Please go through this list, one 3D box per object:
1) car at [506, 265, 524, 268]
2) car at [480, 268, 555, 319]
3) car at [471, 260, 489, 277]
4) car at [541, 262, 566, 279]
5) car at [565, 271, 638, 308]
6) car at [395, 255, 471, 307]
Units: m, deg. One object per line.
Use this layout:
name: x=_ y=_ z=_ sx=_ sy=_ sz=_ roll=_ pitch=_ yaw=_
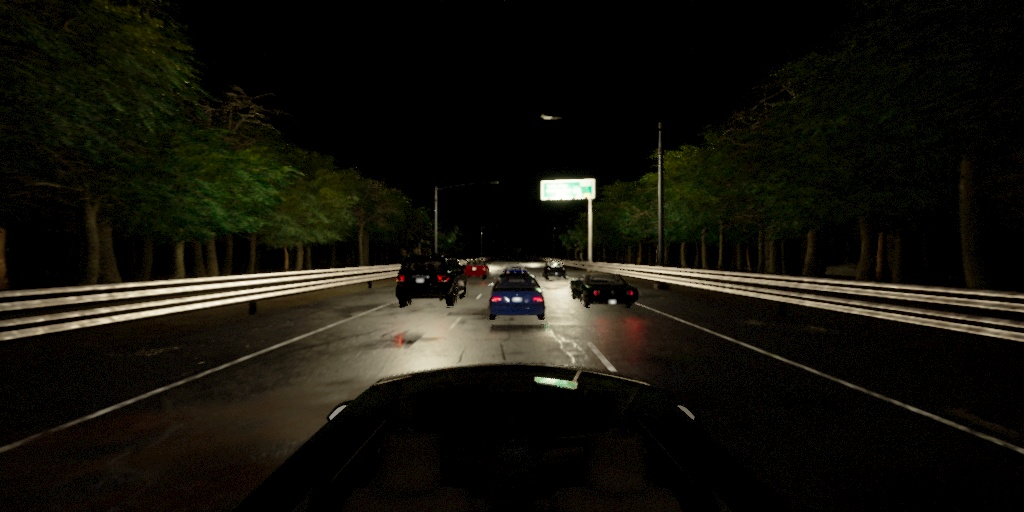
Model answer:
car: x=0.265 y=1.407 z=31.482 sx=1.895 sy=1.301 sz=4.718 roll=0 pitch=0 yaw=0
car: x=0.163 y=1.319 z=12.926 sx=2.033 sy=1.411 sz=5.357 roll=0 pitch=0 yaw=0
car: x=-3.209 y=1.155 z=32.678 sx=2.097 sy=1.767 sz=4.553 roll=0 pitch=0 yaw=0
car: x=3.792 y=1.303 z=32.886 sx=2.128 sy=1.511 sz=4.902 roll=0 pitch=0 yaw=0
car: x=3.677 y=1.381 z=15.250 sx=1.895 sy=1.301 sz=4.718 roll=0 pitch=0 yaw=0
car: x=-3.318 y=0.994 z=15.701 sx=2.150 sy=2.045 sz=5.566 roll=0 pitch=0 yaw=0
